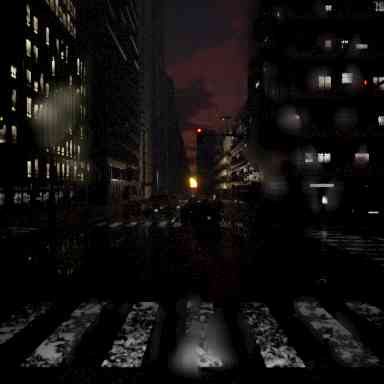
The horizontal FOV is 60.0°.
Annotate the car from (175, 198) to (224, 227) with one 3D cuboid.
[{"bbox_3d":[0.468,1.475,23.204,1.882,1.535,5.008,-1,0,-14],"label":"car"}]

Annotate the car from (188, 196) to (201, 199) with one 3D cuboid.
[{"bbox_3d":[0.202,1.474,60.936,1.882,1.535,5.008,0,0,0],"label":"car"}]

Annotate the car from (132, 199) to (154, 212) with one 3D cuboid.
[{"bbox_3d":[-5.639,1.563,38.635,1.947,1.339,4.313,-1,0,0],"label":"car"}]

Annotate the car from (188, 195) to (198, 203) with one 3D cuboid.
[{"bbox_3d":[0.178,1.502,70.926,2.128,1.511,4.902,0,0,0],"label":"car"}]

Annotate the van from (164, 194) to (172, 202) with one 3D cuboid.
[{"bbox_3d":[-5.574,1.338,78.218,1.690,1.788,3.998,-1,0,0],"label":"van"}]

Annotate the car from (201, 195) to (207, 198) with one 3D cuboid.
[{"bbox_3d":[2.798,1.437,72.549,1.967,1.590,4.097,-1,0,0],"label":"car"}]

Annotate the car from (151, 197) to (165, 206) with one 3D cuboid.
[{"bbox_3d":[-5.610,1.542,55.599,1.887,1.381,4.507,-1,0,0],"label":"car"}]

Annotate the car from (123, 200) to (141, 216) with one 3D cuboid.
[{"bbox_3d":[-5.649,1.523,32.811,1.752,1.417,4.829,-1,0,0],"label":"car"}]

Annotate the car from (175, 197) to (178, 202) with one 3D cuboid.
[{"bbox_3d":[-3.025,1.218,41.591,2.150,2.045,5.566,0,0,0],"label":"car"}]

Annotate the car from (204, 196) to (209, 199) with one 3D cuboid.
[{"bbox_3d":[2.741,1.548,38.621,2.008,1.369,4.403,-1,0,0],"label":"car"}]

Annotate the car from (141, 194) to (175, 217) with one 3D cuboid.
[{"bbox_3d":[-3.051,1.219,31.112,2.150,2.045,5.566,0,0,0],"label":"car"}]

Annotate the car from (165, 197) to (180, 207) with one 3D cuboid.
[{"bbox_3d":[-3.001,1.544,52.135,2.033,1.411,5.357,0,0,0],"label":"car"}]
